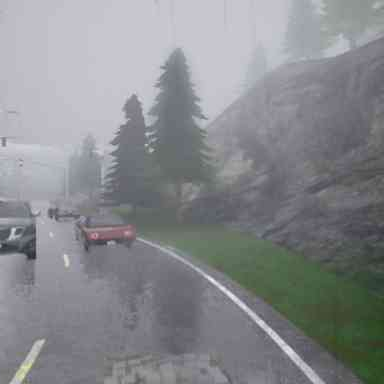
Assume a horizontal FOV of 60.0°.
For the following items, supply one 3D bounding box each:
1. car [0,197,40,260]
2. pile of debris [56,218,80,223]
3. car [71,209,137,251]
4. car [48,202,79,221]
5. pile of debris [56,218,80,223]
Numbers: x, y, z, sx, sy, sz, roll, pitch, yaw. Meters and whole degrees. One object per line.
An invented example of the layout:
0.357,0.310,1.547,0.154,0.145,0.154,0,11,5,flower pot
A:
-6.902,1.236,12.262,2.150,2.045,5.566,-1,0,-25,car
-9.422,2.163,25.282,1.500,0.140,1.860,-1,0,-27,pile of debris
-3.839,1.580,14.128,1.895,1.301,4.718,-1,0,-24,car
-10.458,1.538,27.076,2.033,1.411,5.357,-1,0,-31,car
-9.422,2.163,25.282,1.500,0.140,1.860,-1,0,-27,pile of debris
